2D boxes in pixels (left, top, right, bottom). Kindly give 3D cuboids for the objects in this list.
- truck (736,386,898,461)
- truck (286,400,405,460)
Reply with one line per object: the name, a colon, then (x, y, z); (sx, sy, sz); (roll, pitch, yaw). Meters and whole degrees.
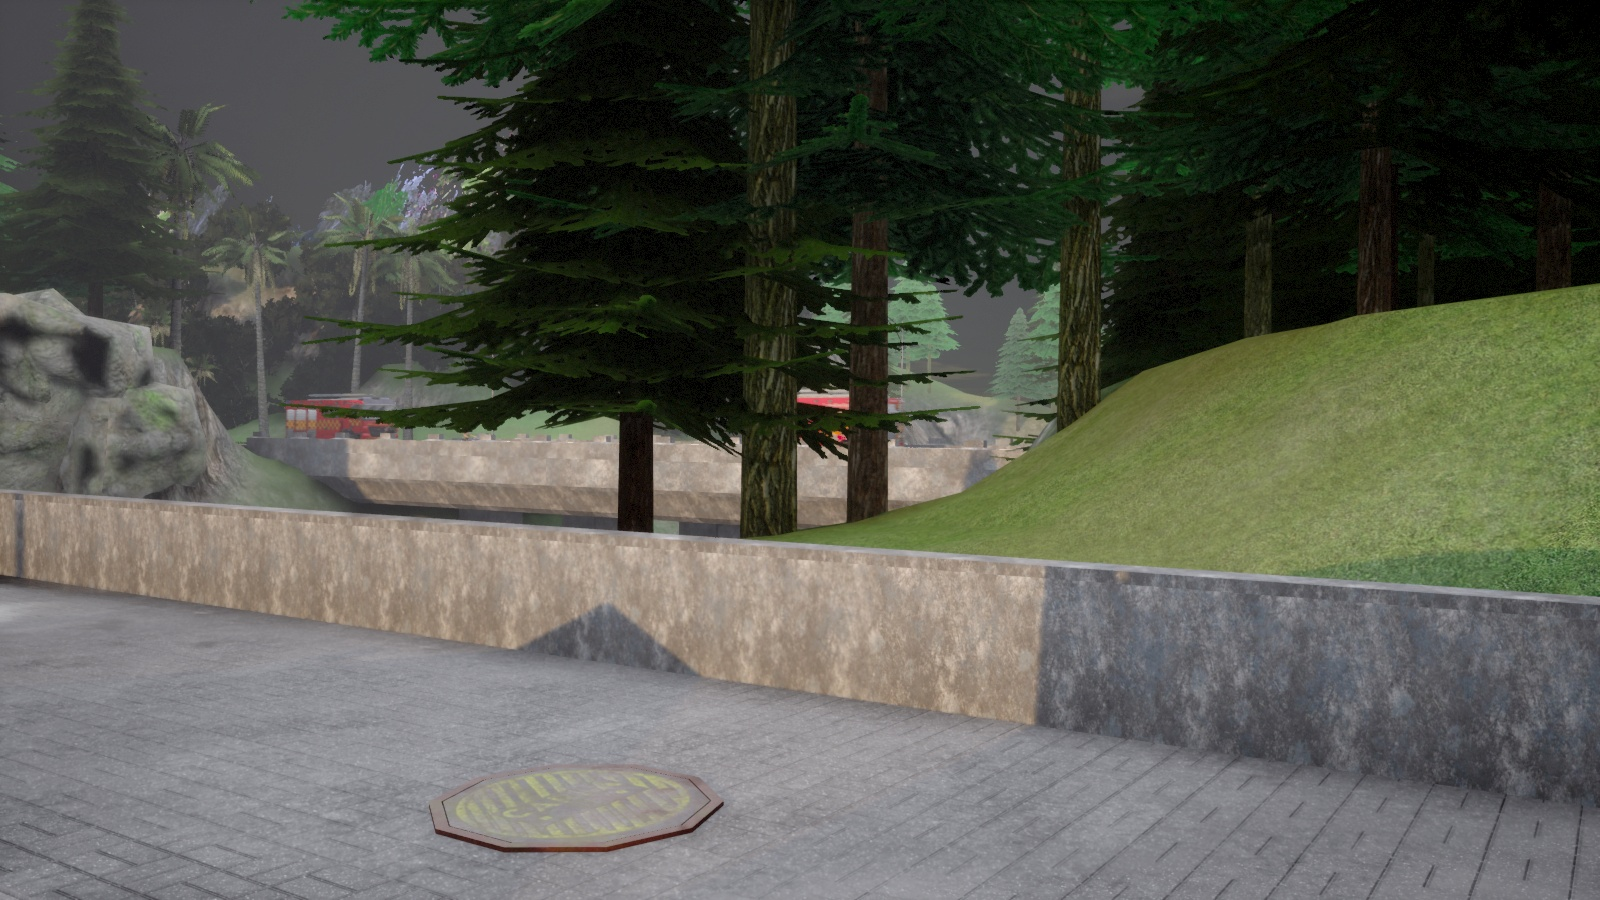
truck: (0.854, -1.368, 67.878); (8.468, 3.827, 2.891); (0, 1, 34)
truck: (-30.382, -1.302, 83.790); (8.468, 3.827, 2.891); (0, 1, 34)
